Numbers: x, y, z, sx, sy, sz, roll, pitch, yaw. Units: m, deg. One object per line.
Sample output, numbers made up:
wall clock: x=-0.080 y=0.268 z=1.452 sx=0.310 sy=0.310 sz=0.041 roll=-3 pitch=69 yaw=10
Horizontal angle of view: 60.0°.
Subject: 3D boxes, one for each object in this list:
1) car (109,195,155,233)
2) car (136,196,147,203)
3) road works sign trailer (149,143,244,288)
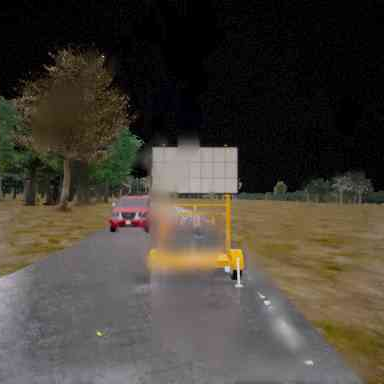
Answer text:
car: x=-3.434 y=1.219 z=19.924 sx=2.150 sy=2.045 sz=5.566 roll=0 pitch=0 yaw=-3
car: x=-10.482 y=1.568 z=68.567 sx=1.812 sy=1.442 sz=4.674 roll=0 pitch=0 yaw=-14
road works sign trailer: x=0.077 y=0.464 z=9.245 sx=2.380 sy=3.560 sz=2.880 roll=0 pitch=0 yaw=-2
